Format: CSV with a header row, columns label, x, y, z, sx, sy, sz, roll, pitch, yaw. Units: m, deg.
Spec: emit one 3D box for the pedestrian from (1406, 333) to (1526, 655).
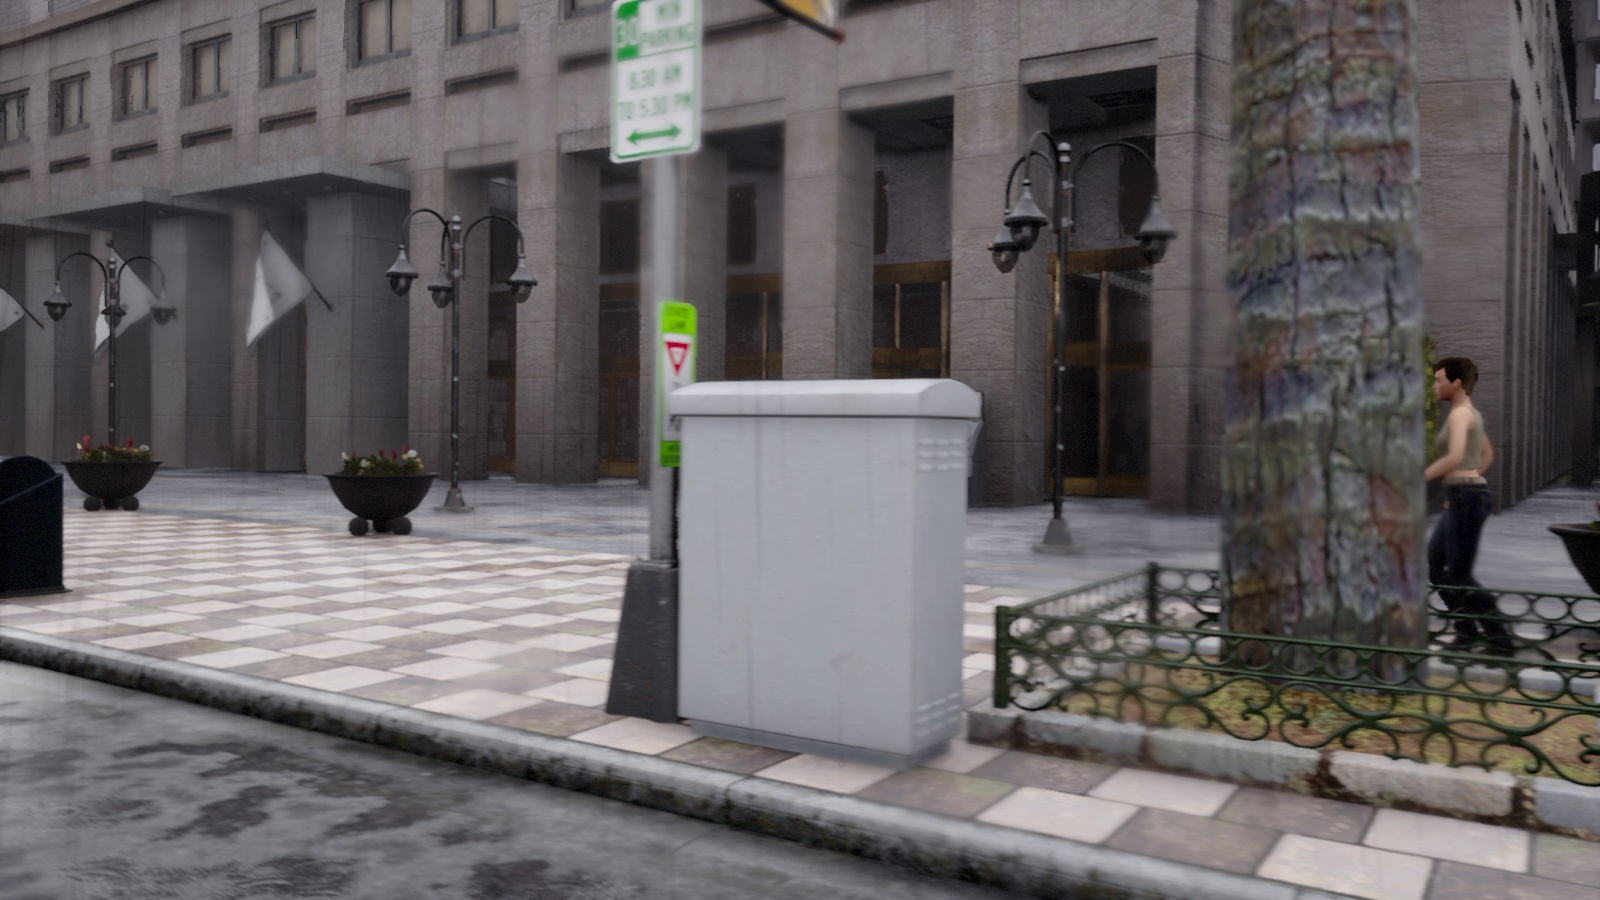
label,x,y,z,sx,sy,sz,roll,pitch,yaw
pedestrian,3.949,0.248,7.450,0.594,1.836,0.345,0,1,34
